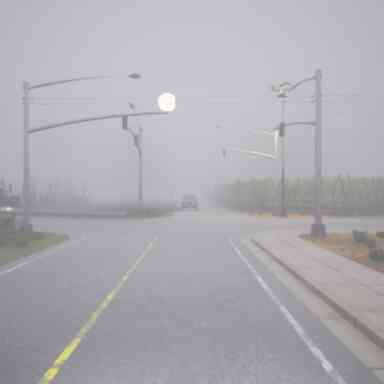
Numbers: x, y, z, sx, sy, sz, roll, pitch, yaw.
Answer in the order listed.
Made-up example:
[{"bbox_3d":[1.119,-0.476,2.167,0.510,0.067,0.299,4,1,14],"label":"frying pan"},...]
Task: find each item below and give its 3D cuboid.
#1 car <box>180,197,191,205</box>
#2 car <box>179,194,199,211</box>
[{"bbox_3d":[-1.276,1.592,62.404,1.812,1.442,4.674,0,0,-3],"label":"car"},{"bbox_3d":[-0.379,1.273,41.909,2.150,2.045,5.566,0,1,-3],"label":"car"}]
